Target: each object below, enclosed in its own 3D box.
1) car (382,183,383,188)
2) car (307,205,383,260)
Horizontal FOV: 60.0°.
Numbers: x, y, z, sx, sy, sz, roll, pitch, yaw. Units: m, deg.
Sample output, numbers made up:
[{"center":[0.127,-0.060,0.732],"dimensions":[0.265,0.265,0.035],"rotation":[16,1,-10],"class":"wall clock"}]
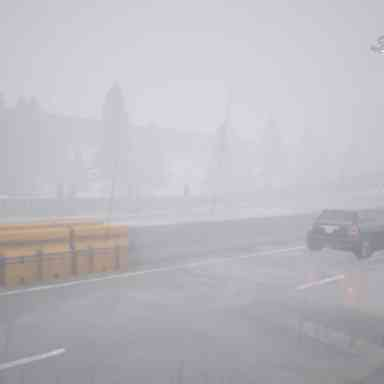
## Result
[{"center":[28.186,-1.236,45.866],"dimensions":[4.718,1.301,1.895],"rotation":[-8,5,-35],"class":"car"},{"center":[6.493,1.345,12.770],"dimensions":[4.553,1.767,2.097],"rotation":[-1,0,-35],"class":"car"}]
